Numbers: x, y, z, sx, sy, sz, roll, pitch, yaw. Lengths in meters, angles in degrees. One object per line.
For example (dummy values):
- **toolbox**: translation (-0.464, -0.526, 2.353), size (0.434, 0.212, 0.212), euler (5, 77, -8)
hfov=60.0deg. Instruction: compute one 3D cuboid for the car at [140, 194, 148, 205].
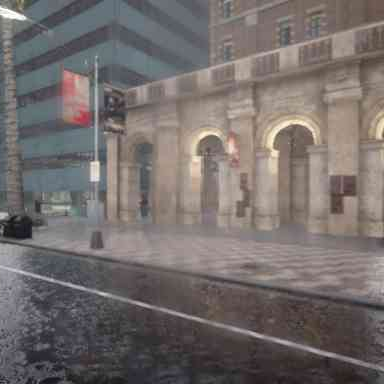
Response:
- **car**: translation (-6.141, 1.222, 34.615), size (5.566, 2.045, 2.435), euler (0, 0, 36)
